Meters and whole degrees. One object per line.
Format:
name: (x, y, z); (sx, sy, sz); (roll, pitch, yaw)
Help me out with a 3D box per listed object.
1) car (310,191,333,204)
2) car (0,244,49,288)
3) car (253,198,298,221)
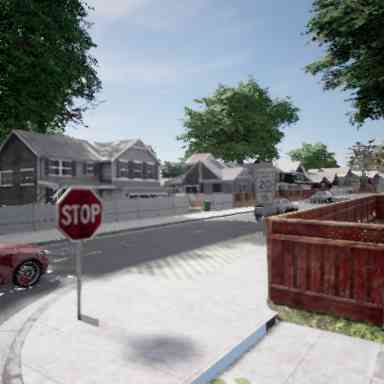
car: (17.342, 0.642, 44.491); (2.097, 1.767, 4.553); (-1, 1, 35)
car: (-5.442, 1.574, 7.015); (1.812, 1.442, 4.674); (-1, 1, 35)
car: (6.004, 1.181, 23.426); (2.128, 1.511, 4.902); (-1, 1, 35)
